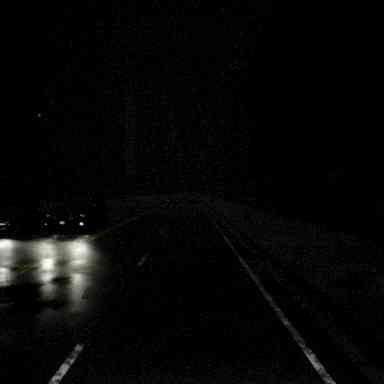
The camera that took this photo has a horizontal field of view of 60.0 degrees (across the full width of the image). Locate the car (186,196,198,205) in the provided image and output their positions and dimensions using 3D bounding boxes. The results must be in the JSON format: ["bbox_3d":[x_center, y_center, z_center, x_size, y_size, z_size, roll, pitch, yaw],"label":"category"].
[{"bbox_3d":[-0.004,1.437,56.690,1.882,1.535,5.008,0,0,0],"label":"car"}]

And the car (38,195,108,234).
[{"bbox_3d":[-6.536,1.210,19.549,2.150,2.045,5.566,0,0,1],"label":"car"}]

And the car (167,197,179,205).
[{"bbox_3d":[-3.253,1.507,56.690,2.033,1.411,5.357,0,0,0],"label":"car"}]

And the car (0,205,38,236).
[{"bbox_3d":[-9.795,1.493,18.349,1.837,1.490,4.892,0,0,0],"label":"car"}]
